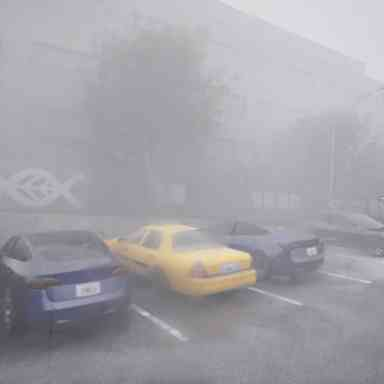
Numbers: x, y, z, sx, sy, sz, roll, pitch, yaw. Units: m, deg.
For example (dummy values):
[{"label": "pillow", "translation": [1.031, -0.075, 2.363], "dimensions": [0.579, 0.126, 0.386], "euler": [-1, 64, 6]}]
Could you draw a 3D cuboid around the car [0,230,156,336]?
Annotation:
[{"label": "car", "translation": [-2.919, 1.513, 6.921], "dimensions": [2.163, 1.488, 4.792], "euler": [0, 0, -36]}]

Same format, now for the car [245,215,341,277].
[{"label": "car", "translation": [1.628, 1.522, 10.170], "dimensions": [2.163, 1.488, 4.792], "euler": [0, 0, -36]}]

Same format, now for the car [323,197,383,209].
[{"label": "car", "translation": [8.481, 1.255, 14.996], "dimensions": [2.435, 2.045, 5.566], "euler": [0, 0, -36]}]

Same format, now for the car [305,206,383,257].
[{"label": "car", "translation": [6.208, 1.531, 13.371], "dimensions": [2.163, 1.488, 4.792], "euler": [0, 0, -36]}]

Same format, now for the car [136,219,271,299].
[{"label": "car", "translation": [-0.736, 1.485, 8.673], "dimensions": [1.946, 1.575, 5.366], "euler": [0, 0, -36]}]
